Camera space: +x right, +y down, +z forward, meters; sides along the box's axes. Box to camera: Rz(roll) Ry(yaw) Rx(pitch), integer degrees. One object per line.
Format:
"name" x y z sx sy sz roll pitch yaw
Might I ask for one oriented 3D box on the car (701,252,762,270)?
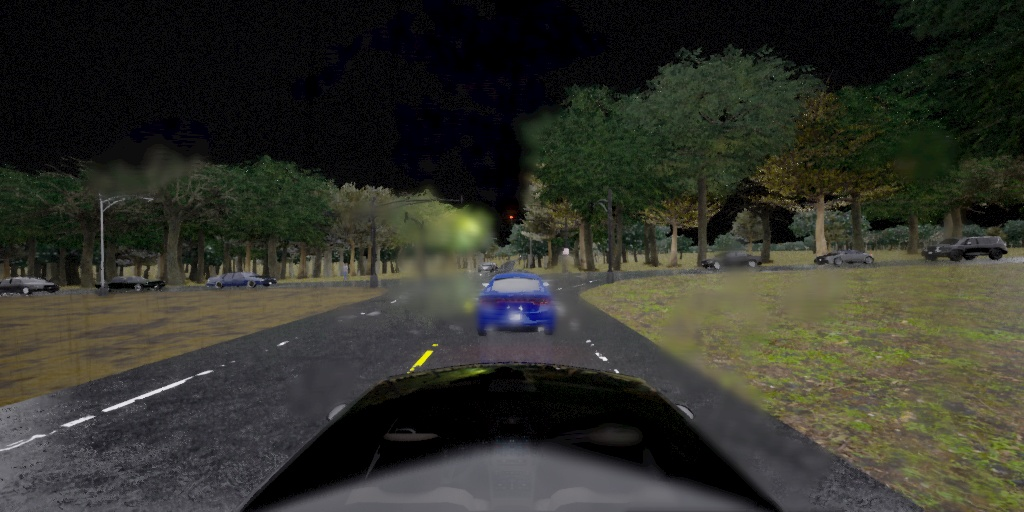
"car" 20.043 0.404 32.884 5.008 1.535 1.882 -2 -1 2

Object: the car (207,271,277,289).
"car" -23.429 2.047 31.117 5.357 1.411 2.033 -2 -1 6

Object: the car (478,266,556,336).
"car" 0.140 1.233 10.486 1.882 1.535 5.008 0 0 1

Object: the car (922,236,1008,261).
"car" 40.324 -0.639 32.007 5.566 2.045 2.150 -2 -1 2

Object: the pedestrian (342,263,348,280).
"pedestrian" -17.865 1.680 38.444 0.375 1.860 0.375 0 1 3

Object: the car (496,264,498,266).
"car" -4.001 1.844 62.989 2.128 1.511 4.902 0 -1 -1

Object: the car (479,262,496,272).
"car" -3.873 1.677 53.603 2.128 1.511 4.902 0 -1 -1

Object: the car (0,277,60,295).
"car" -43.515 2.671 32.032 4.892 1.490 1.837 -2 -1 3

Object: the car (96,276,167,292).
"car" -33.351 2.437 31.549 4.718 1.301 1.895 -2 -1 3

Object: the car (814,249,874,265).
"car" 29.956 0.100 32.459 4.181 1.385 1.994 -2 -1 2
